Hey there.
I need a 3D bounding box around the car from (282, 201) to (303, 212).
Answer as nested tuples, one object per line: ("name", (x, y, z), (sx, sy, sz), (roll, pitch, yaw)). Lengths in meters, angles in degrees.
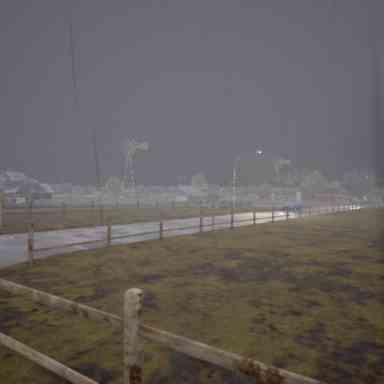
("car", (14.945, 2.120, 49.233), (1.882, 1.535, 5.008), (1, 0, 36))
